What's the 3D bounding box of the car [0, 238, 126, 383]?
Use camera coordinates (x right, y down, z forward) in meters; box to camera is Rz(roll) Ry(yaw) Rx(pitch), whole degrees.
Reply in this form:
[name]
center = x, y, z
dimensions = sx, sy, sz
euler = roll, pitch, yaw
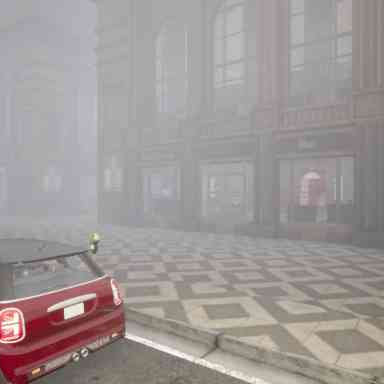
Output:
[car]
center = -2.983, 1.440, 5.092
dimensions = 4.097, 1.590, 1.967
euler = 0, 0, 36
